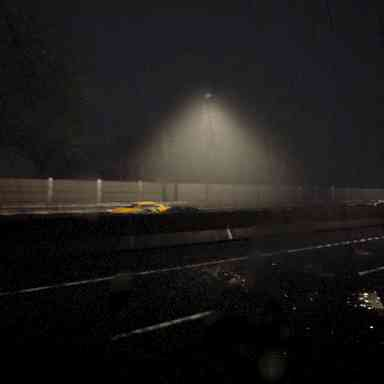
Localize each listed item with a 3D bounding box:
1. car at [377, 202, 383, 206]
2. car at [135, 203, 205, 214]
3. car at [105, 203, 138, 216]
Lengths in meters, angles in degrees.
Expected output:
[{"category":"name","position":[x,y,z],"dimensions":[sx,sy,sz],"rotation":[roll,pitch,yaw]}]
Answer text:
[{"category":"car","position":[30.505,2.028,51.399],"dimensions":[4.718,1.301,1.895],"rotation":[1,0,-35]},{"category":"car","position":[-0.822,1.605,20.589],"dimensions":[4.674,1.442,1.812],"rotation":[1,0,-35]},{"category":"car","position":[-3.590,1.674,22.915],"dimensions":[4.718,1.301,1.895],"rotation":[1,0,-35]}]
